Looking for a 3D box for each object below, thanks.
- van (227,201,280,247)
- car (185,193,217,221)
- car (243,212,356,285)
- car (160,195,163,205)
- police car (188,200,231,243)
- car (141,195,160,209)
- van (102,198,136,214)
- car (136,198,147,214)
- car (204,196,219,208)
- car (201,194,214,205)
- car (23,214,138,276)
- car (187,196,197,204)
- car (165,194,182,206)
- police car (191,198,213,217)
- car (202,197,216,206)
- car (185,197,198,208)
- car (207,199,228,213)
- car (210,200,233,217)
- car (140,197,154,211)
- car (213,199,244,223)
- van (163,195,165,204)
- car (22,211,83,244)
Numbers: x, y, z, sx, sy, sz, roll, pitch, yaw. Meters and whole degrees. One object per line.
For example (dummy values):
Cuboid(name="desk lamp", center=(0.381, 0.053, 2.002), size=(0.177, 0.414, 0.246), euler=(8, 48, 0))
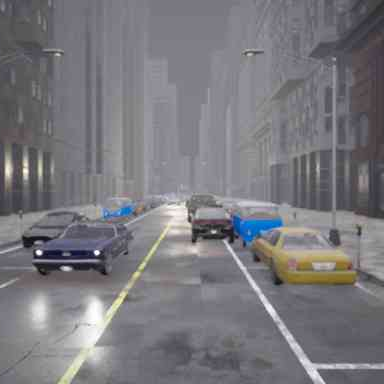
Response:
Cuboid(name="van", center=(2.756, 1.334, 14.751), size=(1.690, 1.788, 3.998), euler=(0, 0, 0))
Cuboid(name="car", center=(0.727, 1.203, 26.089), size=(2.150, 2.045, 5.566), euler=(0, 0, -1))
Cuboid(name="car", center=(2.758, 1.520, 9.285), size=(1.752, 1.417, 4.829), euler=(0, 0, 0))
Cuboid(name="car", center=(-5.778, 1.523, 48.557), size=(1.887, 1.381, 4.507), euler=(0, 0, 0))
Cuboid(name="police car", center=(0.896, 1.417, 16.176), size=(1.930, 1.638, 5.238), euler=(0, 0, 0))
Cuboid(name="car", center=(-5.777, 1.296, 42.920), size=(2.192, 1.841, 5.009), euler=(0, 0, 0))
Cuboid(name="van", center=(-5.772, 1.328, 26.010), size=(1.690, 1.788, 3.998), euler=(0, 0, 0))
Cuboid(name="car", center=(-5.773, 1.551, 31.647), size=(1.947, 1.339, 4.313), euler=(0, 0, 0))
Cuboid(name="car", center=(2.747, 1.419, 48.569), size=(1.967, 1.590, 4.097), euler=(0, 0, 0))
Cuboid(name="car", center=(2.744, 1.289, 59.842), size=(2.192, 1.841, 5.009), euler=(0, 0, 0))
Cuboid(name="car", center=(-3.103, 1.595, 10.453), size=(1.895, 1.301, 4.718), euler=(0, 0, 0))
Cuboid(name="car", center=(-0.017, 1.478, 65.910), size=(1.837, 1.490, 4.892), euler=(0, 0, 0))
Cuboid(name="car", center=(-3.014, 1.522, 55.353), size=(1.812, 1.442, 4.674), euler=(0, 0, 0))
Cuboid(name="police car", center=(0.892, 1.410, 32.176), size=(1.930, 1.638, 5.238), euler=(0, 0, 0))
Cuboid(name="car", center=(2.746, 1.542, 54.206), size=(1.947, 1.339, 4.313), euler=(0, 0, 0))
Cuboid(name="car", center=(-0.012, 1.484, 49.435), size=(1.837, 1.490, 4.892), euler=(0, 0, 0))
Cuboid(name="car", center=(2.750, 1.534, 37.297), size=(2.008, 1.369, 4.403), euler=(0, 0, 0))
Cuboid(name="car", center=(2.752, 1.511, 31.830), size=(1.752, 1.417, 4.829), euler=(0, 0, 0))
Cuboid(name="car", center=(-5.775, 1.549, 37.284), size=(1.947, 1.339, 4.313), euler=(0, 0, 0))
Cuboid(name="car", center=(2.753, 1.428, 26.024), size=(1.967, 1.590, 4.097), euler=(0, 0, 0))
Cuboid(name="van", center=(-5.780, 1.317, 54.194), size=(1.690, 1.788, 3.998), euler=(0, 0, 0))
Cuboid(name="car", center=(-5.769, 1.558, 14.737), size=(1.947, 1.339, 4.313), euler=(0, 0, 0))
